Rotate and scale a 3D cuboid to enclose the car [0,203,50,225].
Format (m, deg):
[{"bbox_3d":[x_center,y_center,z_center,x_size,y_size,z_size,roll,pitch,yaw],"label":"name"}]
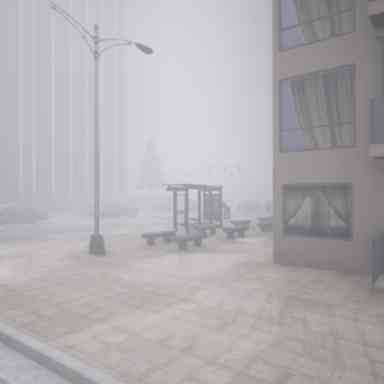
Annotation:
[{"bbox_3d":[-13.155,1.748,24.017,2.033,1.411,5.357,0,0,37],"label":"car"}]

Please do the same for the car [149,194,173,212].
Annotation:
[{"bbox_3d":[-3.140,1.460,43.163,2.150,2.045,5.566,0,0,38],"label":"car"}]

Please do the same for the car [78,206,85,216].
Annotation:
[{"bbox_3d":[-9.509,1.720,34.711,2.128,1.511,4.902,0,0,37],"label":"car"}]

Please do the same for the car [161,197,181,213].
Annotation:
[{"bbox_3d":[-1.118,1.723,40.033,1.837,1.490,4.892,0,0,37],"label":"car"}]

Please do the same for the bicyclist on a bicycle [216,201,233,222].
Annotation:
[{"bbox_3d":[2.324,1.445,24.693,1.656,1.620,0.582,-1,-1,37],"label":"bicyclist on a bicycle"}]

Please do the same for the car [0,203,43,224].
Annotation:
[{"bbox_3d":[-15.048,1.725,27.330,1.837,1.490,4.892,0,0,37],"label":"car"}]

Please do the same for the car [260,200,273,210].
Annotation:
[{"bbox_3d":[11.647,1.736,44.652,2.033,1.411,5.357,0,0,41],"label":"car"}]

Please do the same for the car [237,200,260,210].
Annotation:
[{"bbox_3d":[7.971,1.772,46.279,1.994,1.385,4.181,0,0,36],"label":"car"}]

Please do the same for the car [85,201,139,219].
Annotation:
[{"bbox_3d":[-7.401,1.810,31.690,1.895,1.301,4.718,0,0,37],"label":"car"}]
